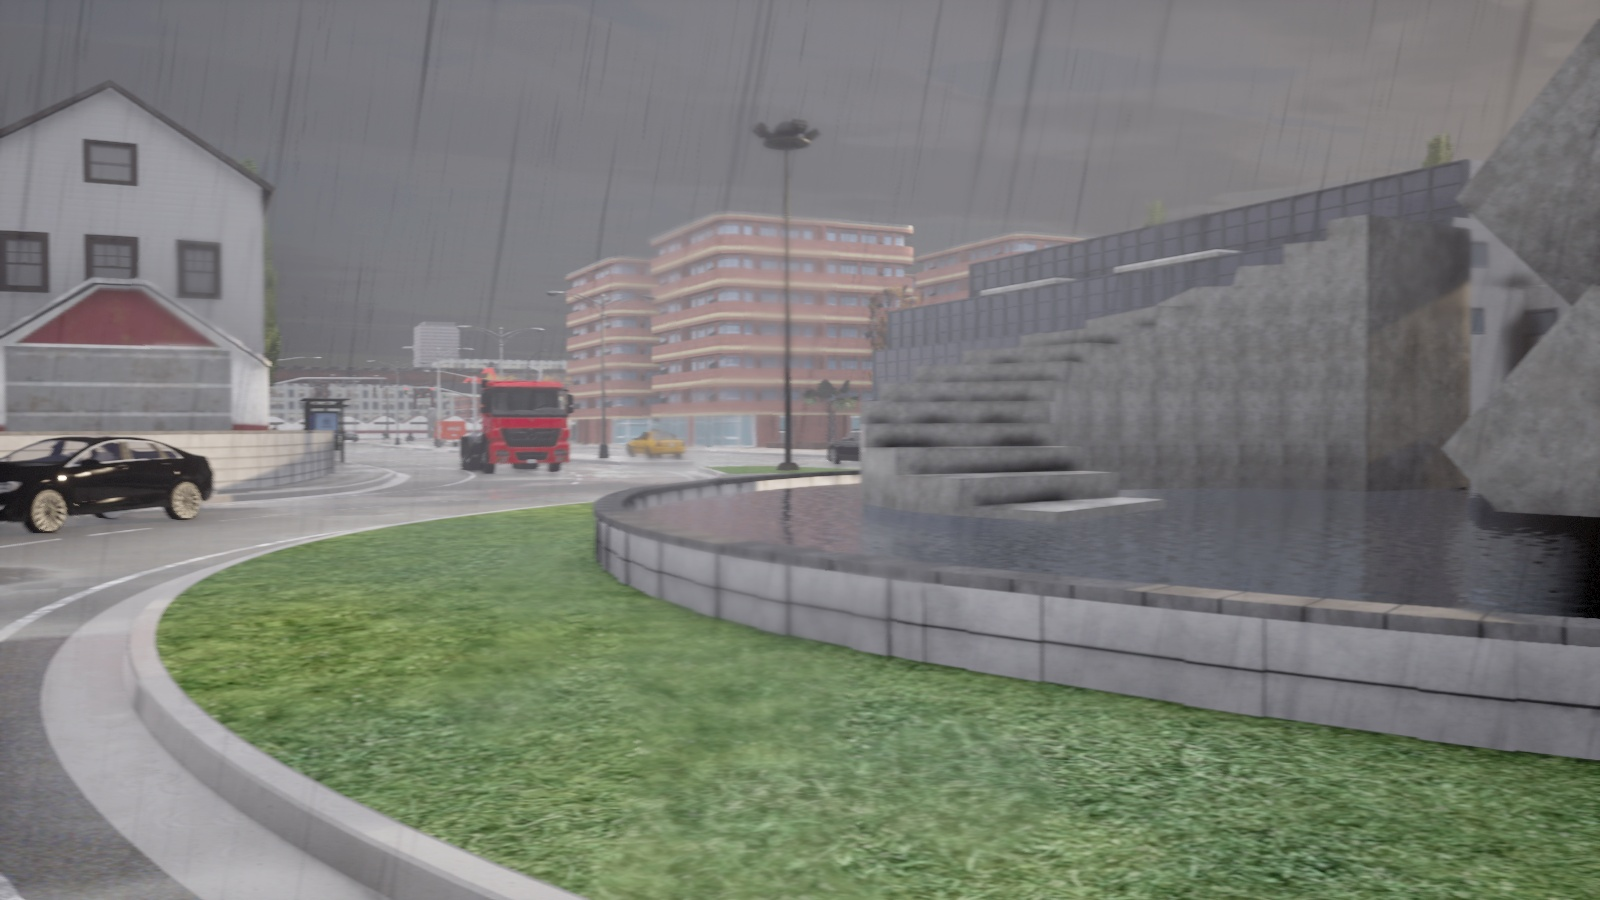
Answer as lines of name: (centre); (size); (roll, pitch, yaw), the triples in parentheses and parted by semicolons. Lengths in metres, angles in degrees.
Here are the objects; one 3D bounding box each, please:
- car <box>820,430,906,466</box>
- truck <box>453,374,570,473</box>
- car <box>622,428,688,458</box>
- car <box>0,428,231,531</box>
car: (2.693, -0.117, 54.694); (1.970, 1.475, 3.806); (0, 1, -30)
truck: (-11.217, -1.004, 48.177); (2.891, 3.462, 7.936); (0, 1, -24)
car: (-7.881, -0.398, 67.647); (1.801, 1.575, 5.366); (0, 1, -27)
car: (-12.077, 0.390, 20.885); (2.128, 1.511, 4.902); (0, 1, 15)
